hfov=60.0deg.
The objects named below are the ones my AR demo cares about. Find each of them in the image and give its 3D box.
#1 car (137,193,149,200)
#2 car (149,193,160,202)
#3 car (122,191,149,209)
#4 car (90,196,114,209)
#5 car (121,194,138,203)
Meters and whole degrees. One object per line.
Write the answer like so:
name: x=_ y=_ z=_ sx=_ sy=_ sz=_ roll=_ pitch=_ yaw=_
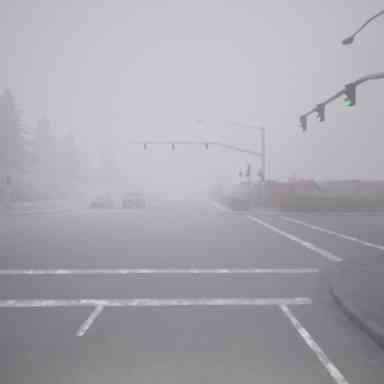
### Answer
car: x=-10.478 y=0.979 z=71.654 sx=1.812 sy=1.442 sz=4.674 roll=0 pitch=0 yaw=0
car: x=-7.026 y=1.044 z=61.342 sx=1.882 sy=1.535 sz=5.008 roll=0 pitch=0 yaw=1
car: x=-7.088 y=0.925 z=41.001 sx=2.150 sy=2.045 sz=5.566 roll=0 pitch=1 yaw=1
car: x=-10.583 y=1.199 z=39.345 sx=1.882 sy=1.535 sz=5.008 roll=0 pitch=0 yaw=0
car: x=-10.554 y=1.078 z=56.597 sx=1.882 sy=1.535 sz=5.008 roll=0 pitch=0 yaw=0
